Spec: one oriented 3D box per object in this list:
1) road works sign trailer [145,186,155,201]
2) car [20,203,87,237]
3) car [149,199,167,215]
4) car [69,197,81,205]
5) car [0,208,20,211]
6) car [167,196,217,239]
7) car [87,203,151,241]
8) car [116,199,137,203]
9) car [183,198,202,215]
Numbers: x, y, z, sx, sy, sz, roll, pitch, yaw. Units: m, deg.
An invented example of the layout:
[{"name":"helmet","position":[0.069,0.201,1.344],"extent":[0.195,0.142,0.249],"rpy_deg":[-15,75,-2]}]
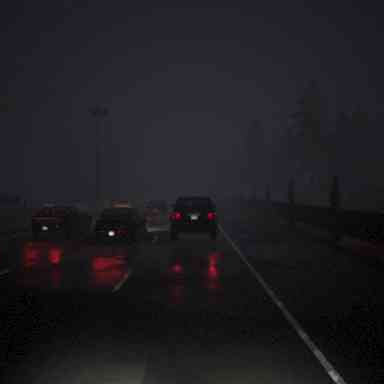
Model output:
[{"name":"road works sign trailer","position":[-10.606,0.405,82.044],"extent":[2.380,3.560,2.880],"rpy_deg":[0,0,-28]},{"name":"car","position":[-6.906,1.478,18.051],"extent":[2.128,1.511,4.902],"rpy_deg":[0,0,0]},{"name":"car","position":[-3.446,1.467,33.683],"extent":[2.128,1.511,4.902],"rpy_deg":[0,0,-1]},{"name":"car","position":[-21.265,1.553,60.658],"extent":[1.895,1.301,4.718],"rpy_deg":[0,0,-16]},{"name":"car","position":[-14.110,1.203,23.660],"extent":[2.150,2.045,5.566],"rpy_deg":[0,0,0]},{"name":"car","position":[0.095,1.209,17.237],"extent":[2.150,2.045,5.566],"rpy_deg":[0,0,0]},{"name":"car","position":[-3.406,1.493,16.467],"extent":[1.837,1.490,4.892],"rpy_deg":[0,0,0]},{"name":"car","position":[-6.972,1.452,35.246],"extent":[1.882,1.535,5.008],"rpy_deg":[0,0,-1]},{"name":"car","position":[0.027,1.452,35.248],"extent":[1.882,1.535,5.008],"rpy_deg":[0,0,-1]}]
